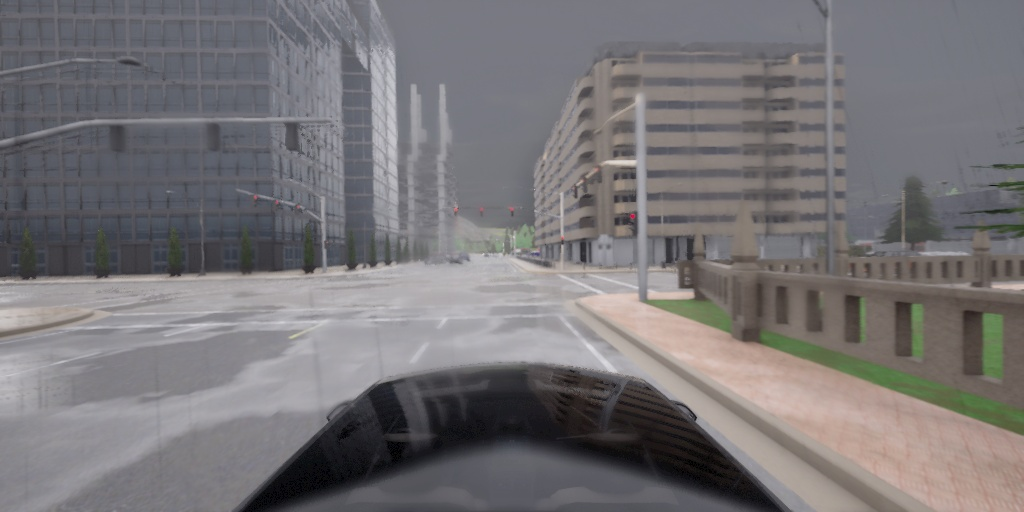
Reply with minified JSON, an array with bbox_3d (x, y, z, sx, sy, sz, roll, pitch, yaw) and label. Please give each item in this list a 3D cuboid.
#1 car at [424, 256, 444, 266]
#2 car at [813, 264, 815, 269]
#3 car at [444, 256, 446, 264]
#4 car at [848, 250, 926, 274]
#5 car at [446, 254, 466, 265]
[{"bbox_3d":[-12.727,0.802,57.349,2.128,1.511,4.902,-1,1,-1],"label":"car"},{"bbox_3d":[27.214,0.584,30.257,4.718,1.301,1.895,-1,1,-3],"label":"car"},{"bbox_3d":[-12.971,0.718,64.042,1.837,1.490,4.892,-1,3,-3],"label":"car"},{"bbox_3d":[28.084,0.362,26.790,4.553,1.767,2.097,-1,1,-3],"label":"car"},{"bbox_3d":[-9.295,0.819,59.650,1.895,1.301,4.718,-1,1,-2],"label":"car"}]
